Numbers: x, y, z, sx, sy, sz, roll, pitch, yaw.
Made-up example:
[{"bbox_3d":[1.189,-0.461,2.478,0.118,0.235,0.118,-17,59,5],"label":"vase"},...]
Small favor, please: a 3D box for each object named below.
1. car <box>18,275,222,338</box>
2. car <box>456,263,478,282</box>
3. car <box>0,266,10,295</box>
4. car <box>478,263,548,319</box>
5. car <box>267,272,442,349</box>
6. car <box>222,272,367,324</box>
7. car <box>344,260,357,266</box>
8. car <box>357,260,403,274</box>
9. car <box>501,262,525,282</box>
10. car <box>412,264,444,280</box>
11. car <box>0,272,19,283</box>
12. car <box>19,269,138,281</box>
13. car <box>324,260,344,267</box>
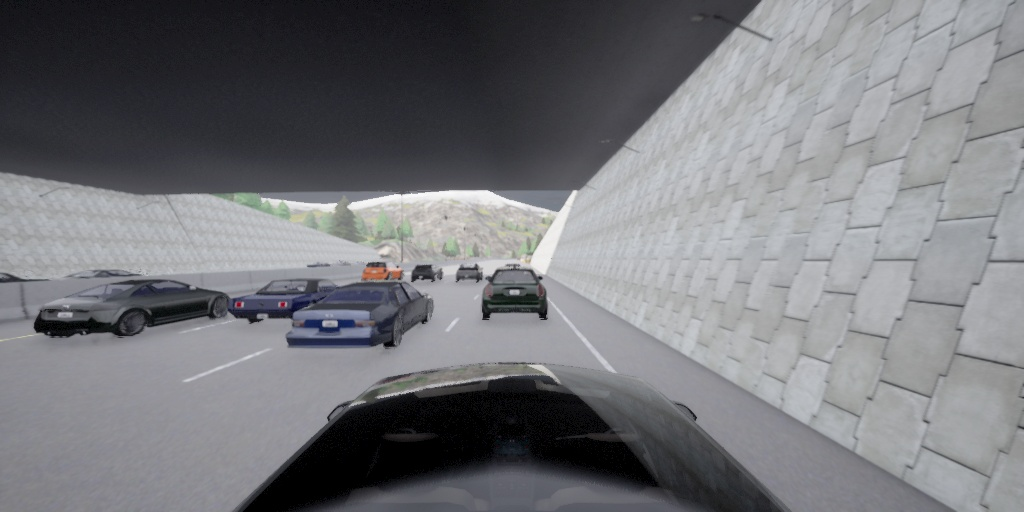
[{"bbox_3d":[-10.415,1.349,10.368,1.994,1.385,4.181,0,0,0],"label":"car"},{"bbox_3d":[-3.430,1.346,29.572,2.128,1.511,4.902,0,0,0],"label":"car"},{"bbox_3d":[-28.119,1.293,16.894,1.882,1.535,5.008,0,0,0],"label":"car"},{"bbox_3d":[0.083,1.144,13.138,2.097,1.767,4.553,0,0,0],"label":"car"},{"bbox_3d":[-3.412,1.326,9.227,2.033,1.411,5.357,0,0,0],"label":"car"},{"bbox_3d":[-6.915,1.392,12.174,1.895,1.301,4.718,0,0,0],"label":"car"},{"bbox_3d":[-24.586,1.528,57.532,1.994,1.385,4.181,0,0,0],"label":"car"},{"bbox_3d":[-10.430,1.207,29.290,2.097,1.767,4.553,0,0,0],"label":"car"},{"bbox_3d":[0.071,1.336,31.147,1.882,1.535,5.008,0,0,0],"label":"car"},{"bbox_3d":[-6.929,1.360,29.644,1.837,1.490,4.892,0,0,0],"label":"car"},{"bbox_3d":[-24.619,1.412,16.154,1.895,1.301,4.718,0,0,0],"label":"car"},{"bbox_3d":[-21.120,1.382,18.263,1.994,1.385,4.181,0,0,0],"label":"car"},{"bbox_3d":[-28.072,1.464,58.830,2.128,1.511,4.902,0,0,1],"label":"car"}]
